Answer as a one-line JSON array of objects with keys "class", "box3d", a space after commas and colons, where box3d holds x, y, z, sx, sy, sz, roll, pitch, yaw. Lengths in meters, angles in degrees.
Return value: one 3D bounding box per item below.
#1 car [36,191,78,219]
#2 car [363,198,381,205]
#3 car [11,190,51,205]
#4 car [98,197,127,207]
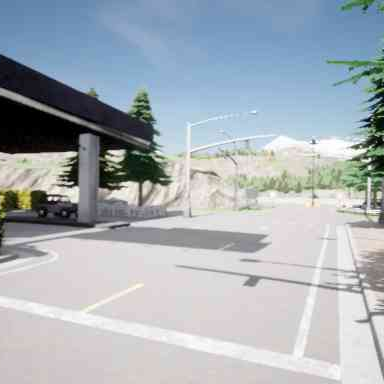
[{"class": "car", "box3d": [-10.414, 1.108, 26.331, 3.866, 1.878, 1.905, 1, 0, 23]}, {"class": "car", "box3d": [31.582, 1.863, 56.563, 4.553, 1.767, 2.097, 1, 0, 24]}, {"class": "car", "box3d": [-23.213, 0.756, 47.913, 5.566, 2.045, 2.150, 1, 0, 24]}, {"class": "car", "box3d": [-10.231, 1.339, 42.159, 4.181, 1.385, 1.994, 1, 0, 24]}]
